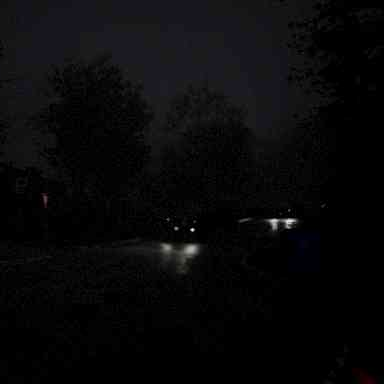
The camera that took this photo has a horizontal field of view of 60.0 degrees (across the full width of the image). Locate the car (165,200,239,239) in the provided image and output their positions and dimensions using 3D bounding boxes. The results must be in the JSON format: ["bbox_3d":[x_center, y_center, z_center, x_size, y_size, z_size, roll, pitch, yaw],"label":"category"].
[{"bbox_3d":[0.769,1.587,20.203,2.150,2.045,5.566,-3,-1,36],"label":"car"}]

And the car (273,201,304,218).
[{"bbox_3d":[9.335,1.648,31.953,1.812,1.442,4.674,-3,-1,36],"label":"car"}]

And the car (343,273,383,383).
[{"bbox_3d":[2.962,1.518,3.677,2.002,1.452,4.674,0,0,35],"label":"car"}]
